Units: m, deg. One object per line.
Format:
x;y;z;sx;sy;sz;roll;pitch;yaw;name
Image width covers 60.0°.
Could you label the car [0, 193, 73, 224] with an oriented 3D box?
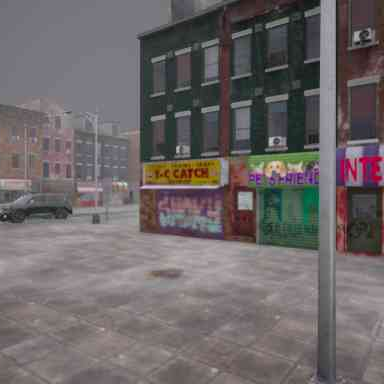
-11.471;1.139;24.325;2.150;2.045;5.566;0;1;35;car
